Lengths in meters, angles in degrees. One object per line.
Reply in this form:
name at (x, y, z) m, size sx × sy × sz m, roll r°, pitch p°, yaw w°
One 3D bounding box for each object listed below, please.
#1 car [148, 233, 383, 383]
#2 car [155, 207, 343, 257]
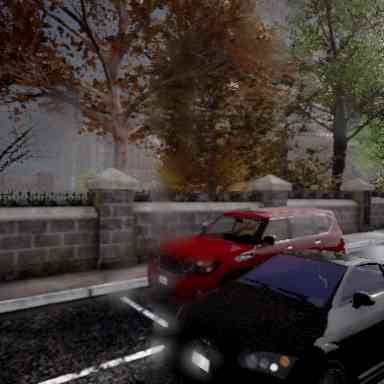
car at (1.710, 1.564, 4.600) m, size 4.181 × 1.385 × 1.994 m, roll 0°, pitch 0°, yaw -36°
car at (1.522, 1.315, 7.626) m, size 5.009 × 1.841 × 2.192 m, roll 0°, pitch 1°, yaw -36°
